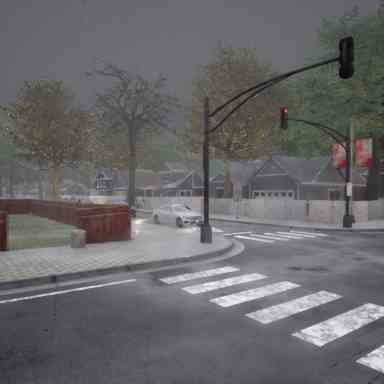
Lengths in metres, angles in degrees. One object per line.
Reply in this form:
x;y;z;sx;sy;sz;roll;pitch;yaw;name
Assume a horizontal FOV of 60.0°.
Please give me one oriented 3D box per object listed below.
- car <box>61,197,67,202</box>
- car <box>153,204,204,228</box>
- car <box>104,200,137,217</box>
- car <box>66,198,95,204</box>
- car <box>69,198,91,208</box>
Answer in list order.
-22.394;1.600;57.395;2.128;1.511;4.902;0;0;-36;car
-1.022;1.547;22.634;1.812;1.442;4.674;0;0;-36;car
-6.861;1.513;30.802;1.882;1.535;5.008;0;0;-36;car
-12.849;1.529;39.182;1.882;1.535;5.008;0;0;-35;car
-16.733;1.653;49.588;1.994;1.385;4.181;0;0;-35;car
